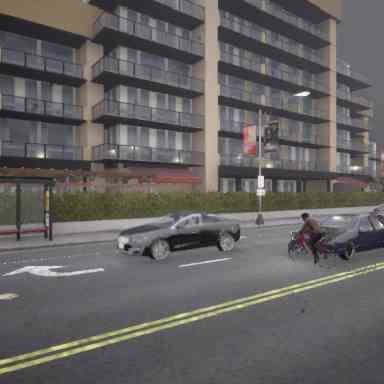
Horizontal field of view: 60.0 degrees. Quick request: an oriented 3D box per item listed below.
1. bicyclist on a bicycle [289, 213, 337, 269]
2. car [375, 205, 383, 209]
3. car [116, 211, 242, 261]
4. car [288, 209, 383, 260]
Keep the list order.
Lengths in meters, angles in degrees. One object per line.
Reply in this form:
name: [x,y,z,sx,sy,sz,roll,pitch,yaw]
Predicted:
bicyclist on a bicycle: [3.583,1.455,10.049,0.582,1.620,1.656,0,-2,-36]
car: [13.093,1.564,21.856,4.181,1.385,1.994,0,0,-35]
car: [-0.333,1.489,12.356,4.902,1.511,2.128,0,0,-36]
car: [6.008,1.547,12.582,5.357,1.411,2.033,0,0,-36]
